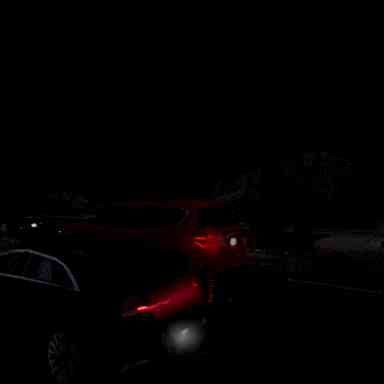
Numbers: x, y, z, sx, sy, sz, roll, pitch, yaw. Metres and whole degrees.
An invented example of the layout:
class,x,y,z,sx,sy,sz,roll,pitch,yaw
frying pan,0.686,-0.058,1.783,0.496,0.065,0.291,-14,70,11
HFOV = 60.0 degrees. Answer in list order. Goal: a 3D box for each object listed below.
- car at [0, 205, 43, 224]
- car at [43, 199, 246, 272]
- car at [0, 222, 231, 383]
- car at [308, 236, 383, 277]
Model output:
class,x,y,z,sx,sy,sz,roll,pitch,yaw
car,-10.361,1.482,18.582,4.892,1.490,1.837,0,0,30
car,-1.303,1.208,8.970,5.566,2.045,2.150,0,0,33
car,-2.110,1.484,5.270,4.902,1.511,2.128,0,0,34
car,5.561,1.585,8.526,4.718,1.301,1.895,0,0,35
